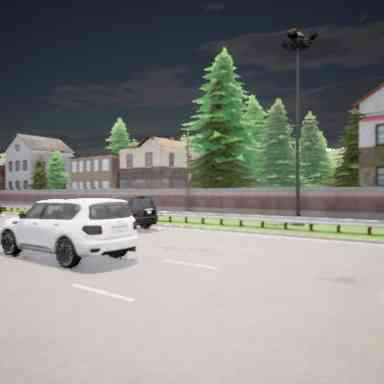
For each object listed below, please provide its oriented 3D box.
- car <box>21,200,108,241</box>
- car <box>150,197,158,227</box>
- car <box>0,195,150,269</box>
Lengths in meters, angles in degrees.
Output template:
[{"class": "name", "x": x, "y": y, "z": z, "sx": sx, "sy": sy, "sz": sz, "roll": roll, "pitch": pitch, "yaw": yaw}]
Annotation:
[{"class": "car", "x": -6.740, "y": 1.356, "z": 17.399, "sx": 4.553, "sy": 1.767, "sz": 2.097, "roll": 0, "pitch": 0, "yaw": 35}, {"class": "car", "x": -4.583, "y": 1.226, "z": 20.160, "sx": 5.566, "sy": 2.045, "sz": 2.150, "roll": 0, "pitch": 0, "yaw": 35}, {"class": "car", "x": -4.312, "y": 1.224, "z": 11.367, "sx": 5.566, "sy": 2.045, "sz": 2.150, "roll": 0, "pitch": 0, "yaw": 36}]
